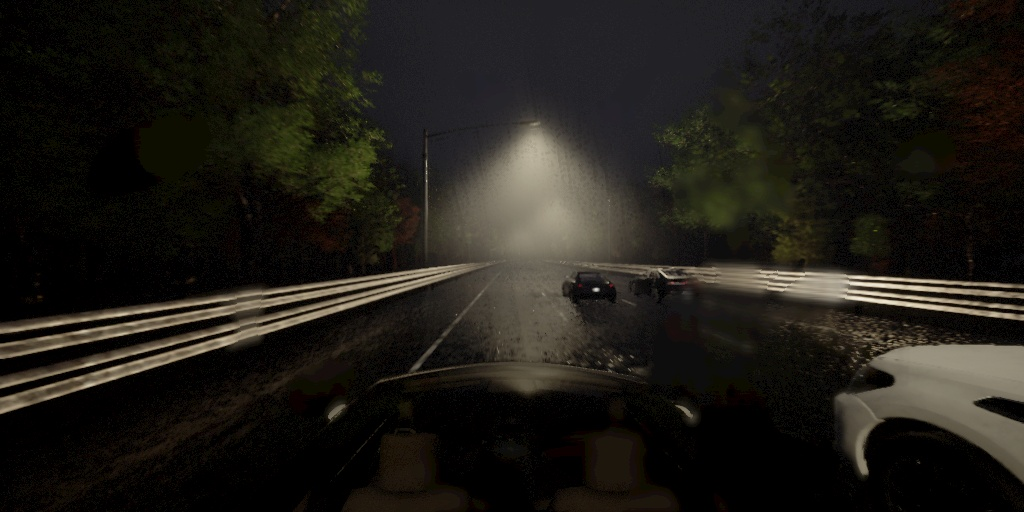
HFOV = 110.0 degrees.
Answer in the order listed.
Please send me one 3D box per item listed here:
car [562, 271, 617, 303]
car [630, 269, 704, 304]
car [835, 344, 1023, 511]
[{"bbox_3d":[3.597,1.416,17.319,1.994,1.385,4.181,0,0,0],"label":"car"},{"bbox_3d":[7.096,1.341,16.953,2.128,1.511,4.902,0,0,0],"label":"car"},{"bbox_3d":[3.598,0.963,0.386,2.150,2.045,5.566,0,0,0],"label":"car"}]
